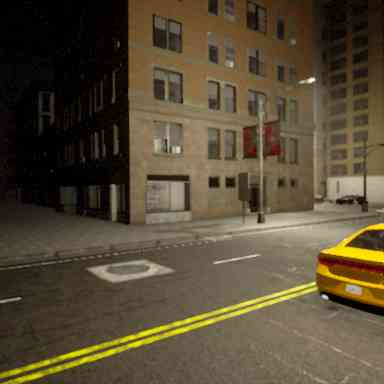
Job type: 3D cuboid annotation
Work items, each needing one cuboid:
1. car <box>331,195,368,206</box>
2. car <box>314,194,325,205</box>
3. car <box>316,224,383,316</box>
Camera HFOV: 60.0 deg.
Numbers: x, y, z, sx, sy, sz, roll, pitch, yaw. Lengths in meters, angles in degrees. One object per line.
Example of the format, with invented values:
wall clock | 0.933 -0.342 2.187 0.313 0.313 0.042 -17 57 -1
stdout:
car | 19.152 0.979 40.552 1.947 1.339 4.313 -1 0 -35
car | 15.873 0.964 45.169 2.008 1.369 4.403 -1 0 -35
car | 4.589 1.359 6.735 5.008 1.535 1.882 -1 1 -35
